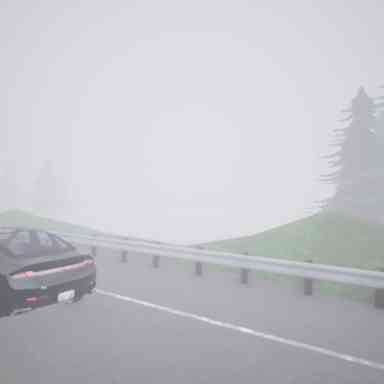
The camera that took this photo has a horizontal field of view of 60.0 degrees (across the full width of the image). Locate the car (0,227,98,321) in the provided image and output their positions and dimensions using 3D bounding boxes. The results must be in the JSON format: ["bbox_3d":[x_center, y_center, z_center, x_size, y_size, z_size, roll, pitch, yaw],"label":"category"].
[{"bbox_3d":[-4.040,1.487,6.877,4.902,1.511,2.128,0,0,36],"label":"car"}]
